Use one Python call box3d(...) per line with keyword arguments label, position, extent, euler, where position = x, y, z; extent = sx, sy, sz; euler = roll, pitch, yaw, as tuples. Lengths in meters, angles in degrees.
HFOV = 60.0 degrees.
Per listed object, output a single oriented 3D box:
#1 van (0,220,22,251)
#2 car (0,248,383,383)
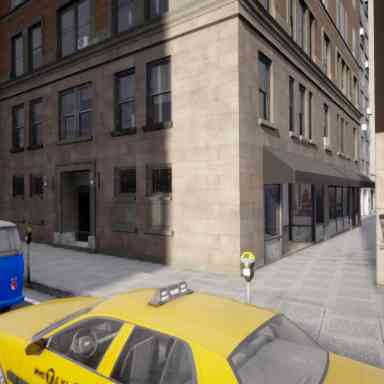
box3d(label="van", position=(-4.877, 1.342, 6.351), extent=(3.998, 1.788, 1.690), euler=(0, -1, 36))
box3d(label="car", position=(-0.402, 1.526, 3.147), extent=(4.829, 1.417, 1.752), euler=(0, -1, 36))
